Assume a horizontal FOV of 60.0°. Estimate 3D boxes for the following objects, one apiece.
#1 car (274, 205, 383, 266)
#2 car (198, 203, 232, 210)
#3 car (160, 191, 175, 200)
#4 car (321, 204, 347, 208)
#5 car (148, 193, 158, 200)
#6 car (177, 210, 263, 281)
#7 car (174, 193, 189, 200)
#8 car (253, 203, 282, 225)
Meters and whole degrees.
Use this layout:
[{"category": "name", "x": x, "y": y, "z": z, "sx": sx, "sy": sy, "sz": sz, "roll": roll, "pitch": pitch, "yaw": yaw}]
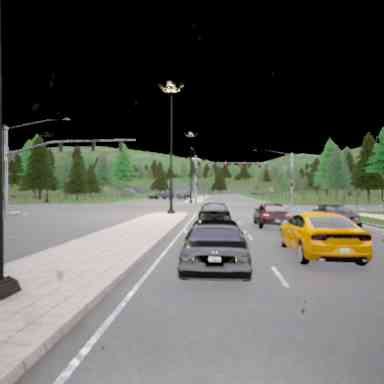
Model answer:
[{"category": "car", "x": 4.312, "y": 1.417, "z": 11.456, "sx": 1.882, "sy": 1.535, "sz": 5.008, "roll": 0, "pitch": 0, "yaw": 4}, {"category": "car", "x": 1.365, "y": 1.373, "z": 20.160, "sx": 1.882, "sy": 1.535, "sz": 5.008, "roll": 0, "pitch": 0, "yaw": 5}, {"category": "car", "x": -5.966, "y": 0.809, "z": 80.927, "sx": 2.150, "sy": 2.045, "sz": 5.566, "roll": 0, "pitch": 0, "yaw": 4}, {"category": "car", "x": 8.388, "y": 1.441, "z": 20.173, "sx": 2.033, "sy": 1.411, "sz": 5.357, "roll": 0, "pitch": 0, "yaw": 5}, {"category": "car", "x": -9.454, "y": 1.061, "z": 81.223, "sx": 1.882, "sy": 1.535, "sz": 5.008, "roll": 0, "pitch": 0, "yaw": 4}, {"category": "car", "x": 0.675, "y": 1.496, "z": 9.729, "sx": 2.033, "sy": 1.411, "sz": 5.357, "roll": 0, "pitch": 0, "yaw": 4}, {"category": "car", "x": -2.499, "y": 1.139, "z": 80.331, "sx": 1.994, "sy": 1.385, "sz": 4.181, "roll": 0, "pitch": 0, "yaw": 4}, {"category": "car", "x": 4.916, "y": 1.417, "z": 20.661, "sx": 1.812, "sy": 1.442, "sz": 4.674, "roll": 0, "pitch": 0, "yaw": 5}]
